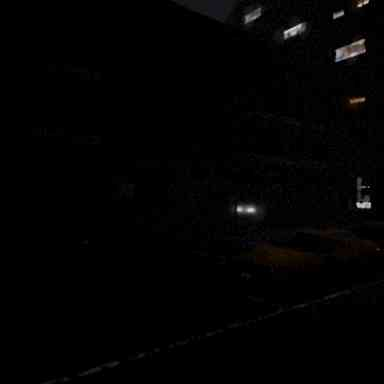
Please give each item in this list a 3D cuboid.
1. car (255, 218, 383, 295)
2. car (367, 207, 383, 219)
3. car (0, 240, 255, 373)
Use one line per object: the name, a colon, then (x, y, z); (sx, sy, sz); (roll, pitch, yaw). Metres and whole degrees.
car: (3.176, 1.565, 8.810); (4.829, 1.417, 1.752); (0, 1, -35)
car: (7.853, 1.384, 12.140); (5.009, 1.841, 2.192); (0, 1, -35)
car: (-1.220, 1.577, 5.675); (4.313, 1.339, 1.947); (0, 1, -35)
